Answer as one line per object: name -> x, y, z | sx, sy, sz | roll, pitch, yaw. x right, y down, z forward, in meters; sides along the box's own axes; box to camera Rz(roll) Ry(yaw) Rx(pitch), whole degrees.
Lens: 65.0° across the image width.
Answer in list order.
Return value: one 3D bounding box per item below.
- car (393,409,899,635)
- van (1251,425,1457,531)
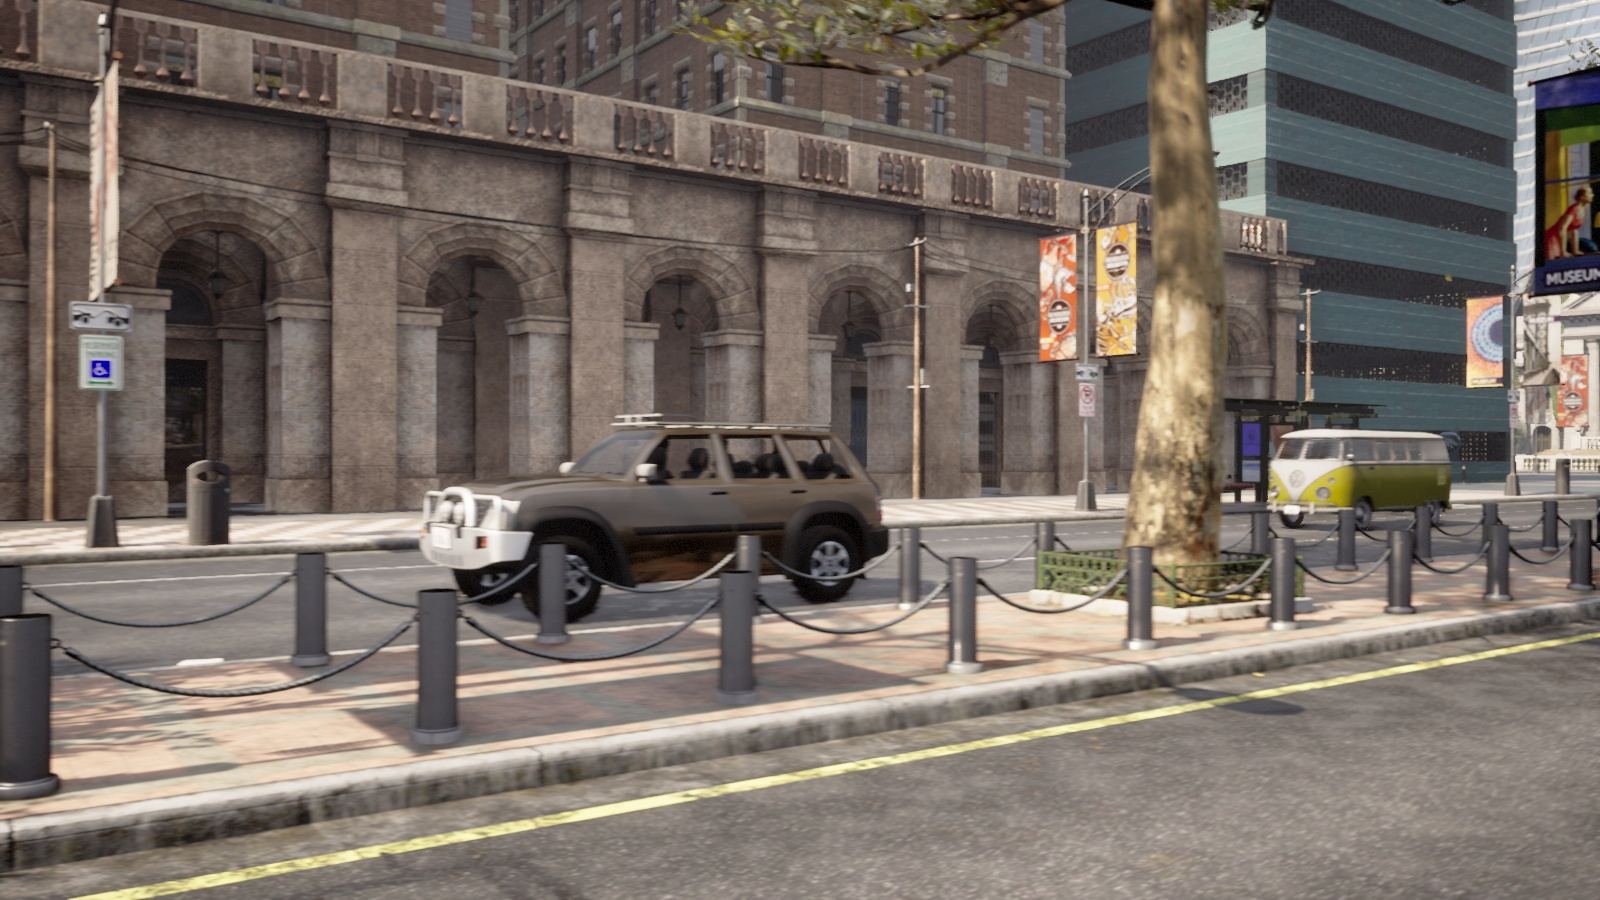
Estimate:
car -> -1.416, 0.595, 12.423 | 4.605, 1.855, 1.932 | 0, 0, -35
van -> 11.302, 0.536, 25.539 | 4.442, 1.987, 1.775 | 0, 0, -35
